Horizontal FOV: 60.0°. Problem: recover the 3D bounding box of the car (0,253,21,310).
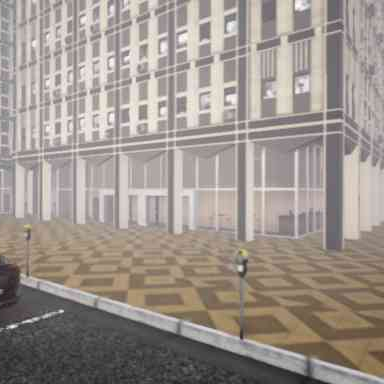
[{"bbox_3d":[-5.028,1.515,6.466,4.313,1.339,1.947,0,0,36],"label":"car"}]
